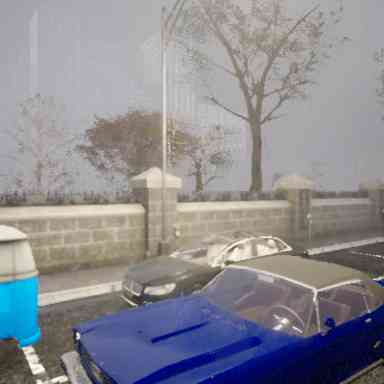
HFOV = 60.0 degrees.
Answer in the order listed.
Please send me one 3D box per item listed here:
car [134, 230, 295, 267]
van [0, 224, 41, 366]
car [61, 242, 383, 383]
[{"bbox_3d":[0.706,1.536,7.062,4.403,1.369,2.008,0,0,-36],"label":"car"},{"bbox_3d":[-3.877,1.345,3.791,3.998,1.788,1.690,0,0,-36],"label":"van"},{"bbox_3d":[0.995,1.591,4.087,4.718,1.301,1.895,0,0,-36],"label":"car"}]
